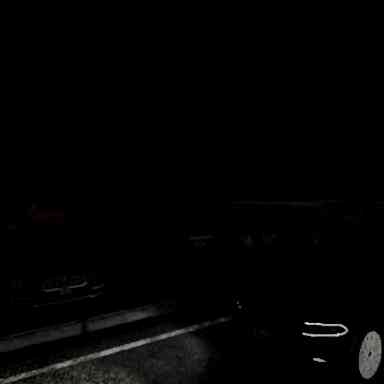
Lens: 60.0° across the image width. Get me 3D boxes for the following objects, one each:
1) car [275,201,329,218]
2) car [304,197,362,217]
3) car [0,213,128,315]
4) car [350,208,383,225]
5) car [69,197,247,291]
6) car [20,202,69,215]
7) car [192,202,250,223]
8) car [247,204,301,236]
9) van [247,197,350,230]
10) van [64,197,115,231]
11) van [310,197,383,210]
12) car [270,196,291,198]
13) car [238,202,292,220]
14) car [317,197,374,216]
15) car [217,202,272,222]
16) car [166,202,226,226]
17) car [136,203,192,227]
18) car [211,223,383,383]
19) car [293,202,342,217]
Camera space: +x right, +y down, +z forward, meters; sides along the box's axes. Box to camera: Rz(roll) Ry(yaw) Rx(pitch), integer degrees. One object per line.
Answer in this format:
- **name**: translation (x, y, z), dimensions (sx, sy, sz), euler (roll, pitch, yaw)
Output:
- **car**: translation (11.376, 1.765, 34.681), dimensions (2.097, 1.535, 5.008), euler (1, -1, -36)
- **car**: translation (15.917, 1.577, 37.909), dimensions (2.435, 2.045, 5.566), euler (1, -1, -36)
- **car**: translation (-3.640, 1.493, 7.843), dimensions (2.231, 1.521, 4.892), euler (1, 0, -36)
- **car**: translation (5.485, 1.591, 14.361), dimensions (2.231, 1.521, 4.892), euler (1, 0, -36)
- **car**: translation (-1.370, 1.263, 9.495), dimensions (2.435, 2.045, 5.566), euler (1, 0, -36)
- **car**: translation (-8.979, 1.401, 20.060), dimensions (2.185, 1.767, 4.553), euler (1, 0, -36)
- **car**: translation (2.324, 1.654, 28.189), dimensions (2.097, 1.535, 5.008), euler (1, 0, -36)
- **car**: translation (0.942, 1.412, 11.075), dimensions (2.185, 1.767, 4.553), euler (1, 0, -36)
- **van**: translation (3.271, 1.338, 12.640), dimensions (1.878, 1.987, 4.442), euler (1, 0, -36)
- **van**: translation (-6.803, 1.324, 21.799), dimensions (1.878, 1.987, 4.442), euler (1, 0, -36)
- **van**: translation (7.693, 1.390, 16.094), dimensions (1.878, 1.987, 4.442), euler (1, 0, -36)
- **car**: translation (9.127, 1.483, 33.040), dimensions (2.435, 2.045, 5.566), euler (1, 0, -36)
- **car**: translation (6.830, 1.736, 31.462), dimensions (2.163, 1.488, 4.792), euler (1, 0, -36)
- **car**: translation (18.079, 1.611, 39.460), dimensions (2.435, 2.045, 5.566), euler (1, -1, -36)
- **car**: translation (4.601, 1.710, 29.792), dimensions (2.163, 1.488, 4.792), euler (1, 0, -36)
- **car**: translation (0.165, 1.625, 26.419), dimensions (1.946, 1.575, 5.366), euler (1, 0, -36)
- **car**: translation (-2.206, 1.642, 24.945), dimensions (2.002, 1.452, 4.674), euler (1, 0, -36)
- **car**: translation (2.901, 1.530, 5.637), dimensions (5.008, 1.535, 1.882), euler (1, 0, -36)
- **car**: translation (13.536, 1.834, 36.233), dimensions (2.002, 1.452, 4.674), euler (1, -1, -36)
